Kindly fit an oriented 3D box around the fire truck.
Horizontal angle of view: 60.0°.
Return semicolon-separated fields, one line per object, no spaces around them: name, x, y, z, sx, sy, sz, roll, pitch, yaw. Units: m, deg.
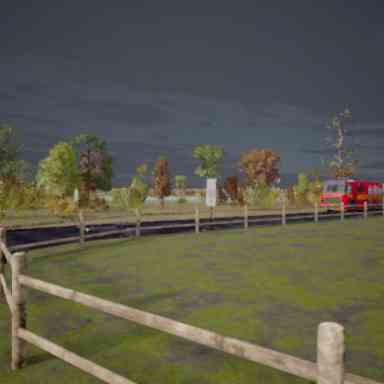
fire truck;18.179;0.325;37.664;8.468;3.827;2.891;0;1;-36
